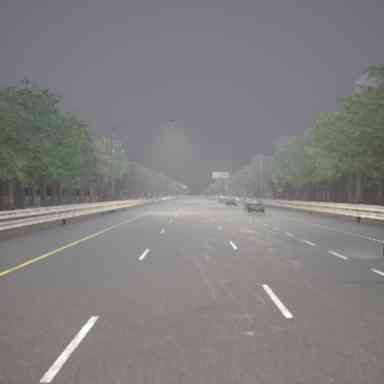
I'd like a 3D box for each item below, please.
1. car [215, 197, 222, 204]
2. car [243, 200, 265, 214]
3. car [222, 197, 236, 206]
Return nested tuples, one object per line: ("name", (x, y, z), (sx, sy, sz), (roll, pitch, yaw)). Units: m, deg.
("car", (7.386, 2.052, 80.364), (2.128, 1.511, 4.902), (0, 0, 1))
("car", (7.096, 1.683, 38.331), (2.128, 1.511, 4.902), (0, 0, 0))
("car", (7.244, 1.897, 63.274), (1.837, 1.490, 4.892), (0, -1, 0))
